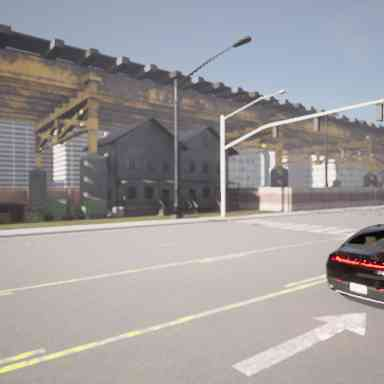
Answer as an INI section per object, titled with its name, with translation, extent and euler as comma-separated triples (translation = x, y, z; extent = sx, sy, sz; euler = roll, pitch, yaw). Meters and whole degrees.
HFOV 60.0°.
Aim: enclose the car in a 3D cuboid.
[car]
translation = 4.924, 1.444, 7.291
extent = 4.892, 1.490, 1.837
euler = 0, 0, -35
